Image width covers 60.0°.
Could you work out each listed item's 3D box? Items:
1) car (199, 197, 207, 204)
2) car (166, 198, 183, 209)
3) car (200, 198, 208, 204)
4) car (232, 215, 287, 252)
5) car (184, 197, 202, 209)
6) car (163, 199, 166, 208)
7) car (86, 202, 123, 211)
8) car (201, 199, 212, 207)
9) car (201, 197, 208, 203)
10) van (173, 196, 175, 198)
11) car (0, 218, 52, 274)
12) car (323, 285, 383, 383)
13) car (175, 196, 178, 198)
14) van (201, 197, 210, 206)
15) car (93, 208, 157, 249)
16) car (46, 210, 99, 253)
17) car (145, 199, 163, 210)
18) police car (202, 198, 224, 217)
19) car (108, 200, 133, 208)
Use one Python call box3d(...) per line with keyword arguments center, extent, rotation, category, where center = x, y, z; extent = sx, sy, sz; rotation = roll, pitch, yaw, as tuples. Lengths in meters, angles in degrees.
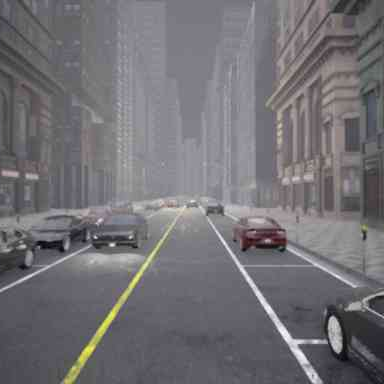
box3d(center=(2.872, 2.239, 87.278), extent=(1.967, 1.590, 4.097), rotation=(0, -1, 0), category="car")
box3d(center=(-2.996, 2.071, 55.675), extent=(1.994, 1.385, 4.181), rotation=(0, 0, 1), category="car")
box3d(center=(2.864, 2.292, 81.676), extent=(1.887, 1.381, 4.507), rotation=(0, -1, 0), category="car")
box3d(center=(2.783, 1.677, 14.452), extent=(1.887, 1.381, 4.507), rotation=(0, -1, 0), category="car")
box3d(center=(0.066, 1.989, 54.505), extent=(2.128, 1.511, 4.902), rotation=(0, -1, 0), category="car")
box3d(center=(-5.695, 2.013, 53.498), extent=(1.752, 1.417, 4.829), rotation=(0, -1, 0), category="car")
box3d(center=(-5.735, 1.622, 20.060), extent=(1.967, 1.590, 4.097), rotation=(0, -1, 0), category="car")
box3d(center=(2.844, 2.137, 64.869), extent=(1.887, 1.381, 4.507), rotation=(0, -1, 0), category="car")
box3d(center=(2.831, 2.016, 53.836), extent=(1.752, 1.417, 4.829), rotation=(0, -1, 0), category="car")
box3d(center=(-5.660, 2.088, 81.678), extent=(1.690, 1.788, 3.998), rotation=(0, -1, 0), category="van")
box3d(center=(-5.749, 1.632, 8.855), extent=(2.008, 1.369, 4.403), rotation=(0, -1, 0), category="car")
box3d(center=(2.770, 1.582, 3.248), extent=(2.008, 1.369, 4.403), rotation=(0, -1, 0), category="car")
box3d(center=(-5.647, 2.290, 92.880), extent=(1.967, 1.590, 4.097), rotation=(0, -1, 0), category="car")
box3d(center=(2.852, 1.985, 70.473), extent=(1.690, 1.788, 3.998), rotation=(0, -1, 0), category="van")
box3d(center=(-3.079, 1.689, 15.498), extent=(2.033, 1.411, 5.357), rotation=(0, -1, 0), category="car")
box3d(center=(-5.742, 1.698, 14.457), extent=(1.947, 1.339, 4.313), rotation=(0, -1, 0), category="car")
box3d(center=(-5.702, 2.019, 48.066), extent=(1.802, 1.307, 4.206), rotation=(0, -1, 0), category="car")
box3d(center=(2.410, 1.754, 36.253), extent=(1.930, 1.638, 5.238), rotation=(0, -1, 0), category="police car")
box3d(center=(-5.728, 1.548, 25.662), extent=(2.192, 1.841, 5.009), rotation=(0, -1, 0), category="car")
